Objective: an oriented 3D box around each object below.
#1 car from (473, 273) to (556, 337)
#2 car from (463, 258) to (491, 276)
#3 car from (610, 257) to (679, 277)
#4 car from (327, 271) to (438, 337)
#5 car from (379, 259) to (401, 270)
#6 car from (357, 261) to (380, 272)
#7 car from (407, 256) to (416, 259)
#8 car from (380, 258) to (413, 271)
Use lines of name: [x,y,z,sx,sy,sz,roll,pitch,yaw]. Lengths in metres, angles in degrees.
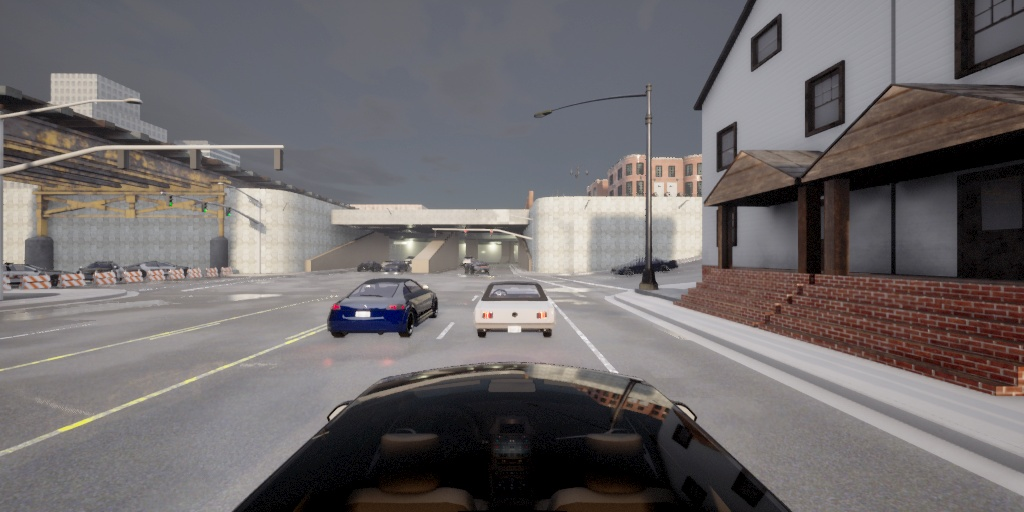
car: [0.070,1.351,10.239,1.895,1.301,4.718,0,0,0]
car: [-3.568,1.241,36.590,2.128,1.511,4.902,-1,0,-19]
car: [11.098,0.842,30.205,5.357,1.411,2.033,-6,0,0]
car: [-3.432,1.314,10.284,1.994,1.385,4.181,0,0,0]
car: [-18.564,1.276,54.839,1.812,1.442,4.674,0,0,-1]
car: [-18.345,1.314,46.267,1.994,1.385,4.181,0,0,-1]
car: [-15.092,1.241,55.958,2.128,1.511,4.902,0,0,-1]
car: [-14.848,1.297,46.355,2.033,1.411,5.357,0,0,-1]
